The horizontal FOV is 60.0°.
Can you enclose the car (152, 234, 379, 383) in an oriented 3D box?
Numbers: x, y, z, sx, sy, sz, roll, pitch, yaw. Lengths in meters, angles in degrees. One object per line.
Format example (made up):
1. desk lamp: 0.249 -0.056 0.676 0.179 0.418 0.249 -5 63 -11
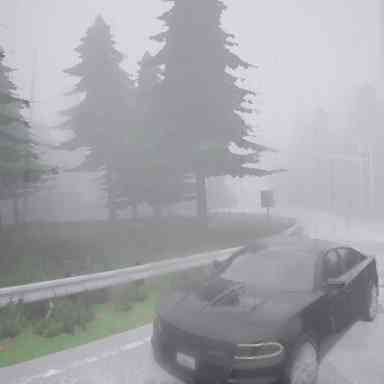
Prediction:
1. car: 1.557 1.520 5.390 1.882 1.535 5.008 0 -1 41
